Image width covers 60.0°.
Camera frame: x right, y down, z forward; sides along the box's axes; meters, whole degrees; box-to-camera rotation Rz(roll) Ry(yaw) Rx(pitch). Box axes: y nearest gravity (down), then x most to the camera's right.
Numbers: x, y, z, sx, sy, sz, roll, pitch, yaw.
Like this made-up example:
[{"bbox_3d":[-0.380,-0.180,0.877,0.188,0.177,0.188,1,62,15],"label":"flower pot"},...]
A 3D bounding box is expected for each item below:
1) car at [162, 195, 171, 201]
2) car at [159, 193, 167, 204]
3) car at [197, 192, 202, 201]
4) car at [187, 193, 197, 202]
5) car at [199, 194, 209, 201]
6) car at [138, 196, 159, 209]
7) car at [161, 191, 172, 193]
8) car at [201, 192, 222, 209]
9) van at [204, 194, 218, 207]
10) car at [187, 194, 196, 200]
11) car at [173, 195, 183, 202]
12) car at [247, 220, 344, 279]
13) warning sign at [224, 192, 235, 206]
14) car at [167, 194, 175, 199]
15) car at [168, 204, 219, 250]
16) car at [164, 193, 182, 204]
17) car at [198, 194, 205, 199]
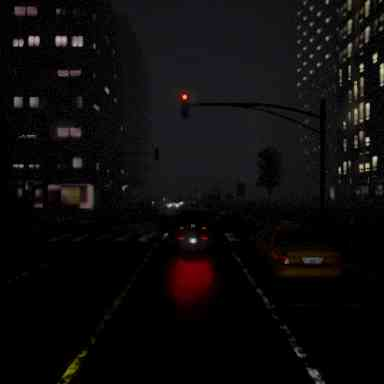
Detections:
[{"bbox_3d":[-5.712,1.302,75.112,1.802,1.307,4.206,0,0,0],"label":"car"},{"bbox_3d":[-5.708,1.318,58.531,2.008,1.369,4.403,0,0,0],"label":"car"},{"bbox_3d":[2.670,1.067,64.058,2.192,1.841,5.009,0,0,0],"label":"car"},{"bbox_3d":[-0.018,1.258,70.729,2.128,1.511,4.902,0,0,0],"label":"car"},{"bbox_3d":[2.668,1.265,75.113,1.887,1.381,4.507,0,0,0],"label":"car"},{"bbox_3d":[-5.703,1.374,41.951,2.008,1.369,4.403,0,0,0],"label":"car"},{"bbox_3d":[-5.712,1.176,69.584,1.967,1.590,4.097,0,0,0],"label":"car"},{"bbox_3d":[2.675,1.138,41.953,2.192,1.841,5.009,0,0,0],"label":"car"},{"bbox_3d":[2.674,1.145,47.479,1.690,1.788,3.998,0,0,0],"label":"van"},{"bbox_3d":[-0.020,1.143,81.146,2.128,1.511,4.902,0,0,0],"label":"car"},{"bbox_3d":[-3.018,1.313,71.171,1.895,1.301,4.718,0,0,0],"label":"car"},{"bbox_3d":[2.685,1.481,9.711,1.752,1.417,4.829,0,0,0],"label":"car"},{"bbox_3d":[5.061,0.927,45.209,1.300,1.860,1.060,0,0,0],"label":"warning sign"},{"bbox_3d":[-5.716,1.202,91.521,1.752,1.417,4.829,0,0,0],"label":"car"},{"bbox_3d":[0.052,1.447,14.031,1.837,1.490,4.892,0,0,0],"label":"car"},{"bbox_3d":[-3.084,1.340,55.628,1.994,1.385,4.181,0,0,0],"label":"car"},{"bbox_3d":[2.664,1.202,91.863,1.752,1.417,4.829,0,0,0],"label":"car"}]
